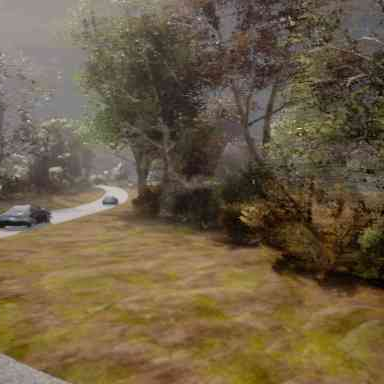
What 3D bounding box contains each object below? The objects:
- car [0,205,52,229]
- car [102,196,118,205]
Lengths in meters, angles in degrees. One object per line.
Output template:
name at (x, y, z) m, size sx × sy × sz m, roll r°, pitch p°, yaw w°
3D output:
car at (-10.809, 1.544, 21.822) m, size 1.994 × 1.385 × 4.181 m, roll 0°, pitch 0°, yaw -3°
car at (-12.833, 1.284, 52.206) m, size 1.994 × 1.385 × 4.181 m, roll -2°, pitch 2°, yaw -5°
